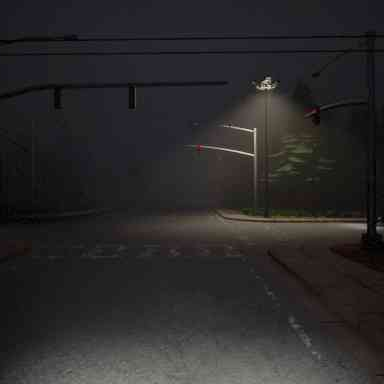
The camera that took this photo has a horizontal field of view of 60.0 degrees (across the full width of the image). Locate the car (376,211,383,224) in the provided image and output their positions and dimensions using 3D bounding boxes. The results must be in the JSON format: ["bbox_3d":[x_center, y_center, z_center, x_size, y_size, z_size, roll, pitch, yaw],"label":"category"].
[{"bbox_3d":[14.896,1.513,22.121,4.892,1.490,1.837,0,0,1],"label":"car"}]
